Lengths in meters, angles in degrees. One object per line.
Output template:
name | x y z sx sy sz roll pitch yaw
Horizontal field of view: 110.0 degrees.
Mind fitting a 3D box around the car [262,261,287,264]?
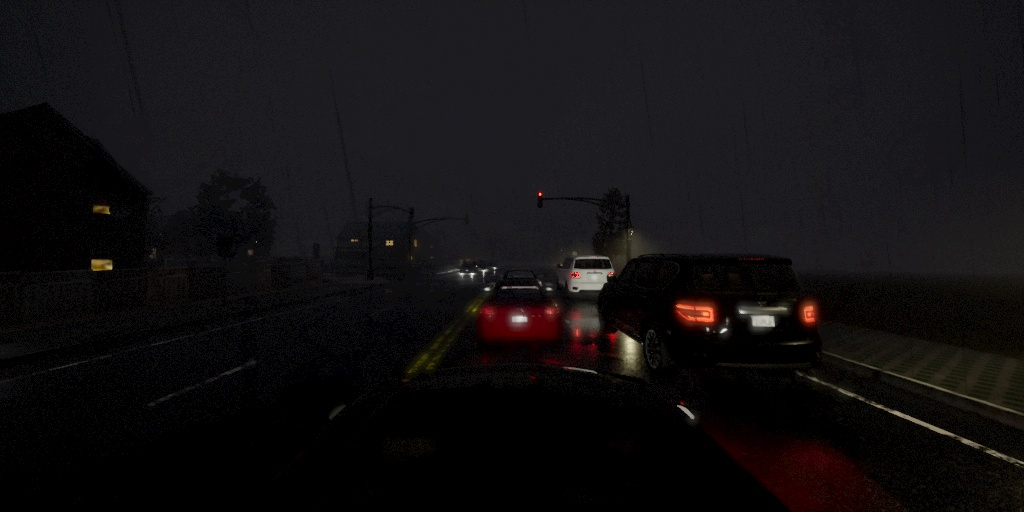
car | -20.869 0.940 33.205 4.892 1.490 1.837 1 -1 16

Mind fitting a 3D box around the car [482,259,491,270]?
car | -4.821 1.346 55.785 1.837 1.490 4.892 0 0 4

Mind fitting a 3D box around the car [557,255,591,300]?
car | 3.555 0.983 17.870 2.150 2.045 5.566 0 0 1

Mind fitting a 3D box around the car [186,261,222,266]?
car | -30.409 0.829 35.871 5.357 1.411 2.033 1 -1 16

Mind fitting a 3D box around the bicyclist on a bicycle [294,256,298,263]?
bicyclist on a bicycle | -24.186 0.781 40.222 0.582 1.620 1.656 1 -1 16

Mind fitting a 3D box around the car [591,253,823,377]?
car | 3.402 0.974 7.512 2.150 2.045 5.566 0 0 0

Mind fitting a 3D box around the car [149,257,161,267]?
car | -40.288 0.625 38.641 4.892 1.490 1.837 1 -1 16

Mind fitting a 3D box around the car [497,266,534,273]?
car | 0.343 1.364 18.443 1.895 1.301 4.718 0 0 -3

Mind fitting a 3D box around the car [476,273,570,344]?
car | 0.178 1.319 9.634 1.994 1.385 4.181 0 0 0

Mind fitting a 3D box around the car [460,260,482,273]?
car | -5.414 1.366 45.925 2.033 1.411 5.357 0 0 0
